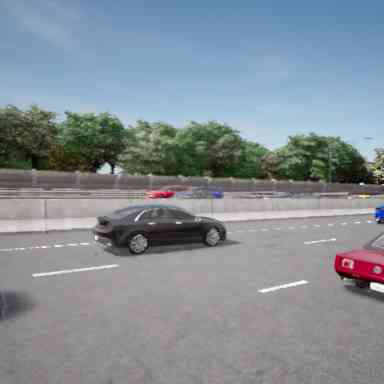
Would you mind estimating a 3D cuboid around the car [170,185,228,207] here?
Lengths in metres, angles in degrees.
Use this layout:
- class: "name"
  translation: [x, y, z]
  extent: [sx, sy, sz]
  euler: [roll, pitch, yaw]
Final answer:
- class: "car"
  translation: [0.771, 0.441, 34.031]
  extent: [5.566, 2.045, 2.150]
  euler: [1, 1, -34]

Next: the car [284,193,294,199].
- class: "car"
  translation: [14.784, 0.867, 43.447]
  extent: [4.892, 1.490, 1.837]
  euler: [1, 1, -34]

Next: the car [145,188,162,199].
- class: "car"
  translation: [-2.305, 0.311, 36.180]
  extent: [5.566, 2.045, 2.150]
  euler: [1, 1, -34]

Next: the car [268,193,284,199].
- class: "car"
  translation: [13.043, 0.792, 46.493]
  extent: [5.357, 1.411, 2.033]
  euler: [1, 2, -34]

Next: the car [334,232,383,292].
- class: "car"
  translation: [5.416, 1.552, 7.576]
  extent: [4.718, 1.301, 1.895]
  euler: [1, 2, -34]

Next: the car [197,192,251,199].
- class: "car"
  translation: [3.427, 0.987, 27.411]
  extent: [5.357, 1.411, 2.033]
  euler: [1, 2, -34]

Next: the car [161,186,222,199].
- class: "car"
  translation: [0.052, 0.659, 29.352]
  extent: [4.553, 1.767, 2.097]
  euler: [1, 2, -34]

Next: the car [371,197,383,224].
- class: "car"
  translation: [13.963, 1.321, 21.737]
  extent: [5.008, 1.535, 1.882]
  euler: [1, 2, -34]

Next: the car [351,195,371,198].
- class: "car"
  translation: [19.237, 1.079, 38.026]
  extent: [5.008, 1.535, 1.882]
  euler: [1, 2, -34]

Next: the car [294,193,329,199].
- class: "car"
  translation: [14.551, 1.020, 39.102]
  extent: [4.181, 1.385, 1.994]
  euler: [1, 2, -34]

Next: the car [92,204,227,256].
- class: "car"
  translation: [-0.972, 1.197, 11.714]
  extent: [4.892, 1.490, 1.837]
  euler: [1, 2, -34]
